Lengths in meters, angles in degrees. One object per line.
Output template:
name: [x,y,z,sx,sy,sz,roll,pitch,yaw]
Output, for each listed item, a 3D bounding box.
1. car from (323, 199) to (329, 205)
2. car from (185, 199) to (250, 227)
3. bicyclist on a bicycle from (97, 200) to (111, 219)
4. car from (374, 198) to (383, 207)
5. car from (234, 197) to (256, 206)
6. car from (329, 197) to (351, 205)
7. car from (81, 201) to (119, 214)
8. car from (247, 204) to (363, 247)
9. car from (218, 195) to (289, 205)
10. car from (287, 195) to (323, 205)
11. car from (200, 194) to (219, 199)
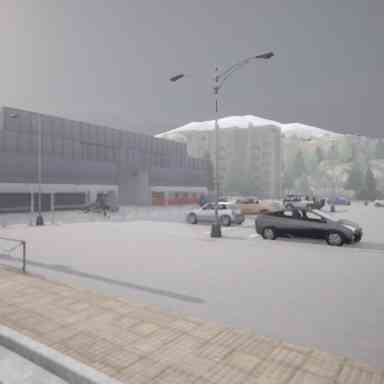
car: [13.670,1.278,40.408,4.605,1.855,1.932,0,0,35]
car: [1.470,1.413,21.945,3.806,1.475,1.970,0,0,35]
bicyclist on a bicycle: [-7.368,1.457,27.820,1.656,1.620,0.582,0,0,35]
car: [28.863,1.571,48.759,3.806,1.475,1.970,0,0,35]
car: [9.262,1.678,57.956,1.812,1.442,4.674,0,0,35]
car: [24.537,1.554,55.484,3.633,1.501,1.845,0,0,35]
car: [-10.151,1.713,36.823,1.994,1.385,4.181,0,0,35]
car: [5.098,1.486,14.879,4.514,1.523,2.007,0,0,35]
car: [4.920,1.334,27.366,5.027,1.636,2.152,0,0,35]
car: [12.324,1.258,37.800,3.866,1.878,1.905,0,0,35]
car: [3.207,1.374,49.368,2.150,2.045,5.566,0,0,37]
